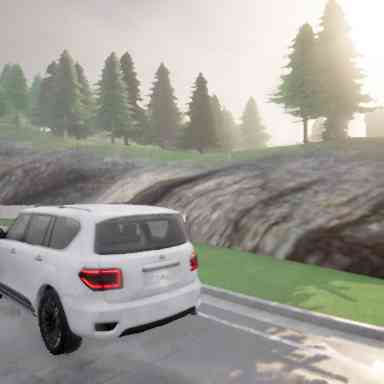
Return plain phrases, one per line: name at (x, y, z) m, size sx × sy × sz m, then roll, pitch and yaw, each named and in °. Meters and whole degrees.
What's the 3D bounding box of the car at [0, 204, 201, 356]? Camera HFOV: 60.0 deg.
car at (-2.292, 1.244, 6.442) m, size 2.150 × 2.045 × 5.566 m, roll 0°, pitch 0°, yaw -45°
